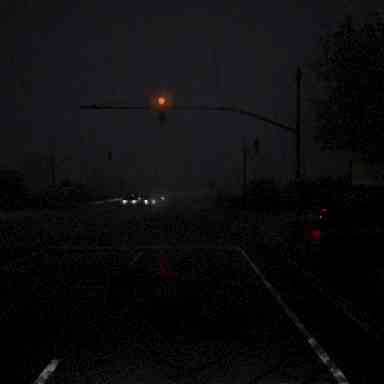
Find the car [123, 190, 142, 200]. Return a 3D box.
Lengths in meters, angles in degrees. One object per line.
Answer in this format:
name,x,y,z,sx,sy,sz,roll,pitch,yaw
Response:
car,-10.587,0.482,57.498,2.097,1.767,4.553,0,1,0

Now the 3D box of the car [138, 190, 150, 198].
car,-10.534,0.397,72.938,1.837,1.490,4.892,0,1,0

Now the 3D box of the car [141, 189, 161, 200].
car,-7.087,0.692,57.632,1.994,1.385,4.181,0,1,0

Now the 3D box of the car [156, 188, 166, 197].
car,-7.034,0.120,73.113,2.150,2.045,5.566,0,1,0

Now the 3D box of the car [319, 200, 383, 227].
car,9.965,1.219,19.338,4.892,1.490,1.837,0,1,3
